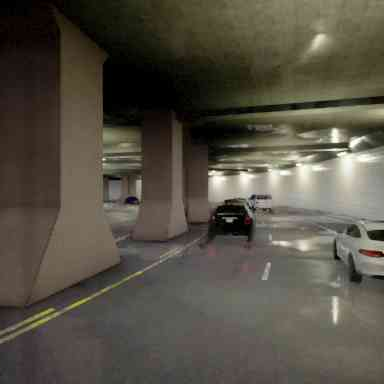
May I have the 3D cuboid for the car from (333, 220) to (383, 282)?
[{"bbox_3d":[5.200,1.526,9.348,1.812,1.442,4.674,0,0,16],"label":"car"}]

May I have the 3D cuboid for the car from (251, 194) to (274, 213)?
[{"bbox_3d":[7.551,1.221,37.084,2.150,2.045,5.566,0,0,-1],"label":"car"}]

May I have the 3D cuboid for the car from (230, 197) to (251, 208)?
[{"bbox_3d":[6.915,1.525,47.783,1.812,1.442,4.674,0,0,-8],"label":"car"}]

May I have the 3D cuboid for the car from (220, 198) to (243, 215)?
[{"bbox_3d":[4.042,1.477,34.846,1.882,1.535,5.008,0,0,1],"label":"car"}]

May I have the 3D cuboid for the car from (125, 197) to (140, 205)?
[{"bbox_3d":[-10.407,1.525,57.988,1.812,1.442,4.674,0,0,-26],"label":"car"}]

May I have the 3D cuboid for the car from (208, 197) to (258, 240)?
[{"bbox_3d":[2.195,1.352,17.319,2.097,1.767,4.553,0,0,12],"label":"car"}]
